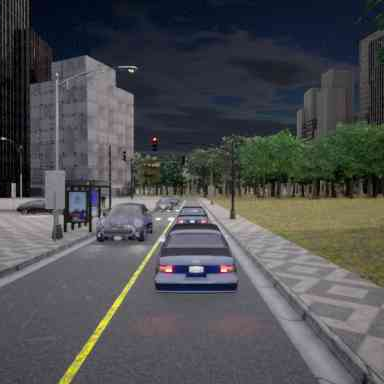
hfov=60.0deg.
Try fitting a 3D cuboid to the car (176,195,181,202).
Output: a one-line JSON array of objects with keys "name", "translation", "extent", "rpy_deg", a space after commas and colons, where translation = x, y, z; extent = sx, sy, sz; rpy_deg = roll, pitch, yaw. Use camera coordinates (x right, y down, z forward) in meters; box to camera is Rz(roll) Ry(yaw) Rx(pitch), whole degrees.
[{"name": "car", "translation": [-3.146, 1.508, 53.139], "extent": [1.994, 1.385, 4.181], "rpy_deg": [0, 0, 0]}]

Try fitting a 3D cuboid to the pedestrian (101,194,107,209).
[{"name": "pedestrian", "translation": [-10.122, 1.052, 38.143], "extent": [0.375, 1.860, 0.375], "rpy_deg": [0, 0, 1]}]

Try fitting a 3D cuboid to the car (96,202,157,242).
[{"name": "car", "translation": [-3.115, 1.345, 16.204], "extent": [2.097, 1.767, 4.553], "rpy_deg": [0, 0, 0]}]

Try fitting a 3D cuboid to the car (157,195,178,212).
[{"name": "car", "translation": [-3.137, 1.459, 38.436], "extent": [2.128, 1.511, 4.902], "rpy_deg": [0, 0, 0]}]

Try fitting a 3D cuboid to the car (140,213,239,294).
[{"name": "car", "translation": [0.084, 1.545, 8.952], "extent": [2.033, 1.411, 5.357], "rpy_deg": [0, 0, 0]}]

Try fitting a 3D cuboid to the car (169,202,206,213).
[{"name": "car", "translation": [0.058, 1.538, 19.287], "extent": [2.033, 1.411, 5.357], "rpy_deg": [0, 0, 1]}]

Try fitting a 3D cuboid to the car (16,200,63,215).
[{"name": "car", "translation": [-14.381, 1.478, 32.032], "extent": [4.674, 1.442, 1.812], "rpy_deg": [0, 0, 2]}]
